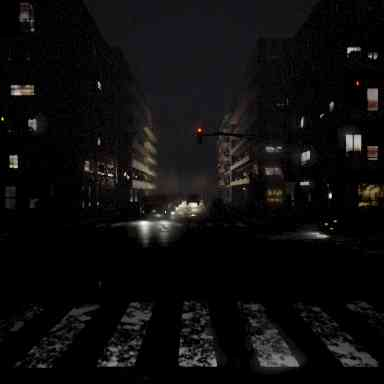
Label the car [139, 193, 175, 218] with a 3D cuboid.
[{"bbox_3d":[-3.081,1.227,30.126,2.150,2.045,5.566,0,0,1],"label":"car"}]

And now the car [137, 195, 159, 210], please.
[{"bbox_3d":[-5.638,1.326,43.519,2.192,1.841,5.009,0,0,0],"label":"car"}]

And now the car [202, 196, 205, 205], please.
[{"bbox_3d":[2.743,1.451,43.511,1.967,1.590,4.097,0,0,0],"label":"car"}]

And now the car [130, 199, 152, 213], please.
[{"bbox_3d":[-5.645,1.533,37.667,1.752,1.417,4.829,0,0,0],"label":"car"}]

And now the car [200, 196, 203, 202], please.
[{"bbox_3d":[2.757,1.598,54.876,1.802,1.307,4.206,0,0,0],"label":"car"}]

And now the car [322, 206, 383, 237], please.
[{"bbox_3d":[8.619,1.374,16.225,4.181,1.385,1.994,-1,0,5],"label":"car"}]

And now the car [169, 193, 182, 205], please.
[{"bbox_3d":[-2.968,1.242,60.497,2.150,2.045,5.566,0,0,1],"label":"car"}]

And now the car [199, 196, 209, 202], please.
[{"bbox_3d":[2.784,1.584,77.605,2.008,1.369,4.403,0,0,0],"label":"car"}]

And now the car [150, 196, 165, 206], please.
[{"bbox_3d":[-5.624,1.457,54.884,1.967,1.590,4.097,0,0,0],"label":"car"}]

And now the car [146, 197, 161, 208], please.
[{"bbox_3d":[-5.631,1.539,49.032,1.752,1.417,4.829,0,0,0],"label":"car"}]

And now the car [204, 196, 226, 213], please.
[{"bbox_3d":[2.736,1.448,37.829,1.967,1.590,4.097,0,0,0],"label":"car"}]

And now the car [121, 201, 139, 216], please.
[{"bbox_3d":[-5.651,1.572,32.154,1.947,1.339,4.313,0,0,0],"label":"car"}]

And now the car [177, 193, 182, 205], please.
[{"bbox_3d":[-3.028,1.366,49.937,2.097,1.767,4.553,0,0,0],"label":"car"}]

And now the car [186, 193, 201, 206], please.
[{"bbox_3d":[0.173,1.240,57.105,2.150,2.045,5.566,0,0,0],"label":"car"}]

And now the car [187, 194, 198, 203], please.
[{"bbox_3d":[0.109,1.382,70.821,2.097,1.767,4.553,0,0,0],"label":"car"}]

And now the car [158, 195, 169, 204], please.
[{"bbox_3d":[-5.610,1.464,66.250,1.967,1.590,4.097,0,0,0],"label":"car"}]

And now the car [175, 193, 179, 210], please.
[{"bbox_3d":[-3.048,1.361,40.038,2.097,1.767,4.553,0,0,0],"label":"car"}]
